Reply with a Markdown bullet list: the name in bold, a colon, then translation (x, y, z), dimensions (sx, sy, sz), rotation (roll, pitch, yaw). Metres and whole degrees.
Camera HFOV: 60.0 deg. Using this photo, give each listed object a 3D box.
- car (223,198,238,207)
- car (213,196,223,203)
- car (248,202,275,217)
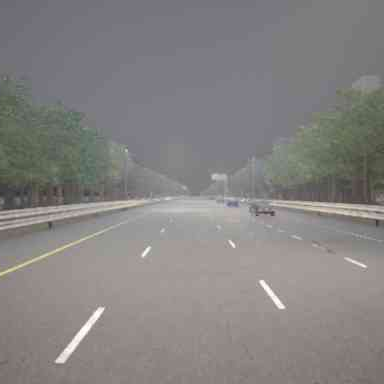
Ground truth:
- **car**: translation (7.193, 1.895, 59.987), dimensions (1.882, 1.535, 5.008), rotation (0, -1, 0)
- **car**: translation (7.412, 2.031, 87.551), dimensions (2.097, 1.767, 4.553), rotation (0, -1, 1)
- **car**: translation (7.060, 1.705, 33.876), dimensions (2.033, 1.411, 5.357), rotation (0, 0, 0)
